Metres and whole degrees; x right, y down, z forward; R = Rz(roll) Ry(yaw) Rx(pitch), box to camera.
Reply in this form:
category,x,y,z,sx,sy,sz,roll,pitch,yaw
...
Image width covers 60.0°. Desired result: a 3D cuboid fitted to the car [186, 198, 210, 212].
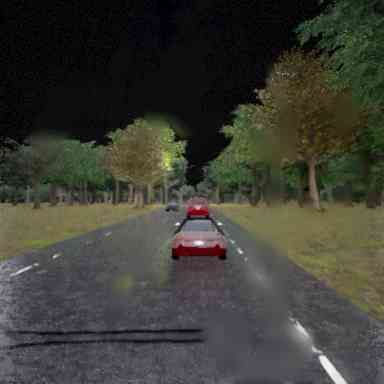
category,x,y,z,sx,sy,sz,roll,pitch,yaw
car,0.589,1.628,33.238,2.150,2.045,5.566,0,-1,1

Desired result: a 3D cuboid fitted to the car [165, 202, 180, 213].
category,x,y,z,sx,sy,sz,roll,pitch,yaw
car,-2.771,2.214,48.290,2.033,1.411,5.357,0,-1,1

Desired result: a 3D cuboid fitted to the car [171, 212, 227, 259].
category,x,y,z,sx,sy,sz,roll,pitch,yaw
car,0.268,1.698,13.167,1.994,1.385,4.181,0,-1,1
